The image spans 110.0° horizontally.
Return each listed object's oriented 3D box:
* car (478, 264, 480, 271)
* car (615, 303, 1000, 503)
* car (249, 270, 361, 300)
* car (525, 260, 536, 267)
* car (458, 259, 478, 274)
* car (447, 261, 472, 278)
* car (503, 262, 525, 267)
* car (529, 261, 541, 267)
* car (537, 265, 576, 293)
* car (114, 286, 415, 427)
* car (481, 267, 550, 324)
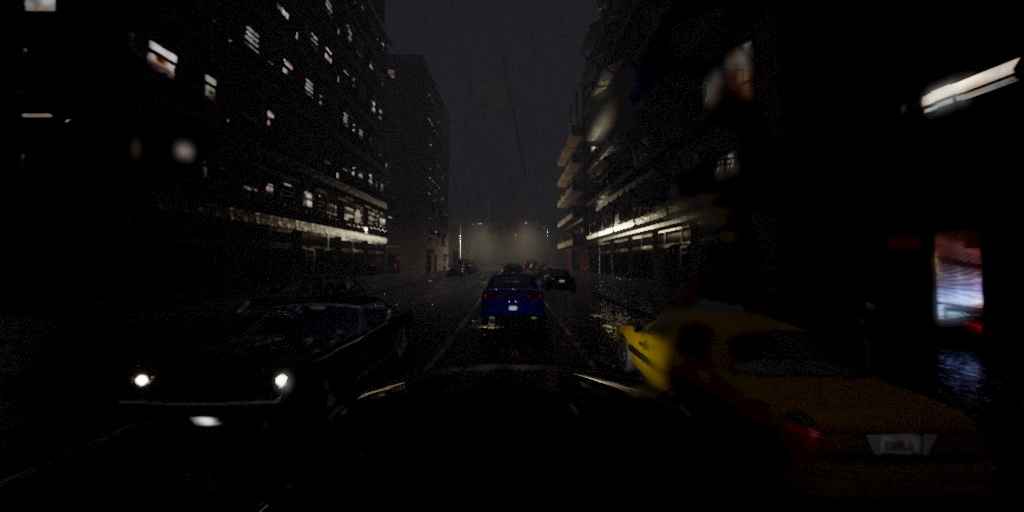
[{"bbox_3d":[-5.820,1.622,49.208,1.948,1.339,4.313,0,0,0],"label":"car"},{"bbox_3d":[2.700,1.294,4.801,1.751,1.417,4.829,0,0,0],"label":"car"},{"bbox_3d":[-5.708,1.244,10.231,1.967,1.591,4.097,0,0,0],"label":"car"},{"bbox_3d":[2.828,1.569,43.607,2.007,1.370,4.403,0,0,0],"label":"car"},{"bbox_3d":[-5.820,1.334,43.639,2.192,1.841,5.009,0,0,0],"label":"car"},{"bbox_3d":[-5.820,1.534,38.072,2.007,1.370,4.403,0,0,0],"label":"car"},{"bbox_3d":[0.100,1.451,36.667,1.882,1.535,5.008,0,0,0],"label":"car"},{"bbox_3d":[2.828,1.472,32.641,1.751,1.417,4.829,0,0,0],"label":"car"},{"bbox_3d":[2.763,1.445,21.977,1.948,1.339,4.313,0,0,0],"label":"car"},{"bbox_3d":[-3.101,1.377,5.838,1.895,1.301,4.718,0,0,0],"label":"car"},{"bbox_3d":[0.019,1.295,12.317,1.882,1.535,5.008,0,0,0],"label":"car"}]
